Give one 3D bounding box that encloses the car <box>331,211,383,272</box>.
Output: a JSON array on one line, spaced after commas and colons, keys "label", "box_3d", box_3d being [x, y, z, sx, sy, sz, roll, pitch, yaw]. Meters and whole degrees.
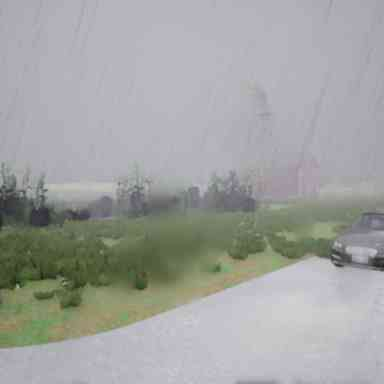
[{"label": "car", "box_3d": [5.785, 1.353, 9.943, 2.128, 1.511, 4.902, 0, 1, 43]}]
